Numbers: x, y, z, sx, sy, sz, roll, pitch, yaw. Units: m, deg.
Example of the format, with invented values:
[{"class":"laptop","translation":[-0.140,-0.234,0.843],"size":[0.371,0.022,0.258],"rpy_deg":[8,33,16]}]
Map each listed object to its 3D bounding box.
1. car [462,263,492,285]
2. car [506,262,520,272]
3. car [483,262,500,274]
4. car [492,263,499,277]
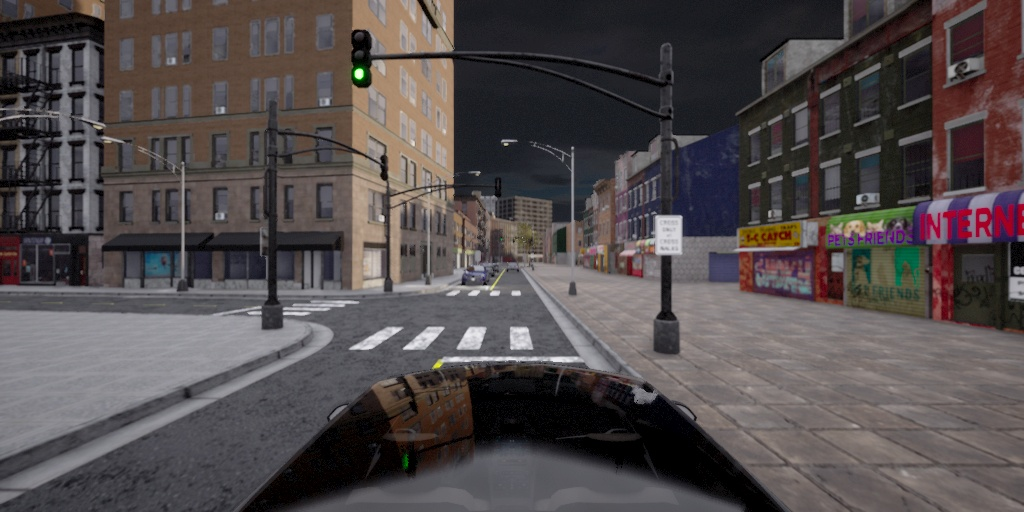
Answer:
[{"class":"car","translation":[-2.793,1.431,28.147],"size":[1.812,1.442,4.674],"rpy_deg":[0,0,0]},{"class":"car","translation":[0.109,1.604,52.481],"size":[2.033,1.411,5.357],"rpy_deg":[0,0,0]},{"class":"car","translation":[-2.745,1.595,48.611],"size":[1.994,1.385,4.181],"rpy_deg":[0,0,0]},{"class":"car","translation":[-2.771,1.461,38.569],"size":[2.128,1.511,4.902],"rpy_deg":[0,0,0]}]
